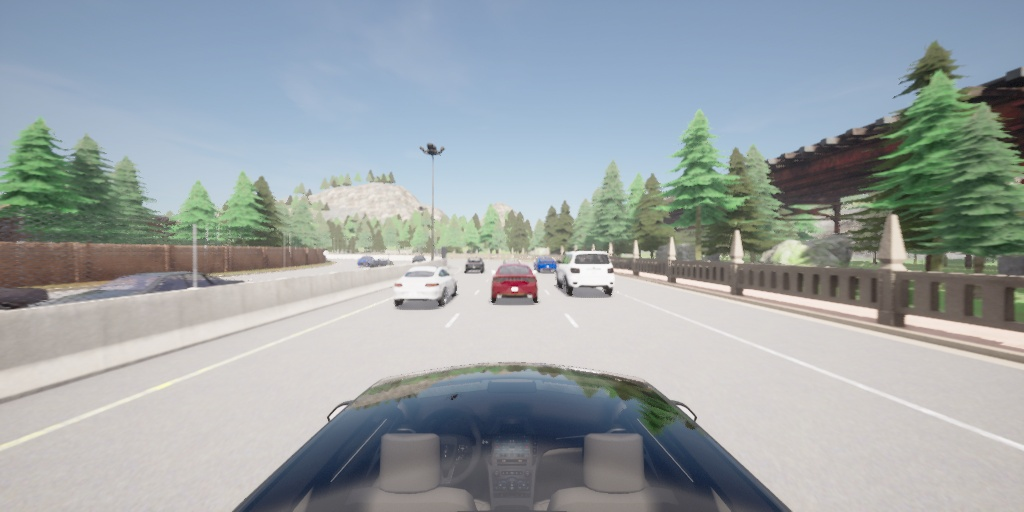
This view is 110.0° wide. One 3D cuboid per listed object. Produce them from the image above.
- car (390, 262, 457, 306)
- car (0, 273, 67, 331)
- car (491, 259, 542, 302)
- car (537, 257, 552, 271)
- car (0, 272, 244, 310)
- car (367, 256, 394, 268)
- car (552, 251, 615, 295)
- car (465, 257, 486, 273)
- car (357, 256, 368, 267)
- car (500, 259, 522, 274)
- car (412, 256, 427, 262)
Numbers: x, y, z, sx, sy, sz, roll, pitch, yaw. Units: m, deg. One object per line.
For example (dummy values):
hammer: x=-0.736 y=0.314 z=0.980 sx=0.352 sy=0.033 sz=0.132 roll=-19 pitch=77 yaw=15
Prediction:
car: x=-3.411 y=1.131 z=14.641 sx=1.812 sy=1.442 sz=4.674 roll=0 pitch=1 yaw=0
car: x=-14.100 y=1.230 z=7.859 sx=2.033 sy=1.411 sz=5.357 roll=0 pitch=1 yaw=0
car: x=0.099 y=1.068 z=15.920 sx=1.882 sy=1.535 sz=5.008 roll=0 pitch=1 yaw=0
car: x=3.242 y=0.839 z=36.401 sx=1.882 sy=1.535 sz=5.008 roll=0 pitch=1 yaw=-4
car: x=-10.601 y=1.197 z=10.755 sx=2.033 sy=1.411 sz=5.357 roll=0 pitch=1 yaw=0
car: x=-15.016 y=0.867 z=41.790 sx=1.994 sy=1.385 sz=4.181 roll=0 pitch=1 yaw=-8
car: x=3.600 y=0.784 z=18.432 sx=2.150 sy=2.045 sz=5.566 roll=0 pitch=1 yaw=0
car: x=-3.747 y=0.856 z=36.205 sx=2.128 sy=1.511 sz=4.902 roll=0 pitch=1 yaw=-4
car: x=-19.927 y=0.696 z=49.372 sx=1.882 sy=1.535 sz=5.008 roll=0 pitch=1 yaw=-13
car: x=-0.147 y=0.978 z=35.006 sx=1.895 sy=1.301 sz=4.718 roll=0 pitch=1 yaw=-3
car: x=-13.140 y=0.676 z=51.075 sx=1.882 sy=1.535 sz=5.008 roll=0 pitch=1 yaw=-13
